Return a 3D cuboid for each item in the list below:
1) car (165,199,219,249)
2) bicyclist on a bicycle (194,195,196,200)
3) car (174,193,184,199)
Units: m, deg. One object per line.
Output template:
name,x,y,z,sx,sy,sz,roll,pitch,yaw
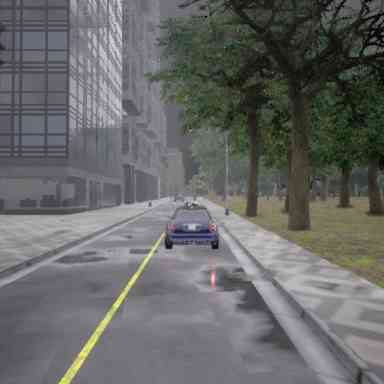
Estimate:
car,0.000,1.373,14.623,2.097,1.767,4.553,0,0,0
bicyclist on a bicycle,0.825,1.617,90.235,0.582,1.620,1.656,0,-1,0
car,-3.000,1.336,76.510,2.150,2.045,5.566,0,0,0
